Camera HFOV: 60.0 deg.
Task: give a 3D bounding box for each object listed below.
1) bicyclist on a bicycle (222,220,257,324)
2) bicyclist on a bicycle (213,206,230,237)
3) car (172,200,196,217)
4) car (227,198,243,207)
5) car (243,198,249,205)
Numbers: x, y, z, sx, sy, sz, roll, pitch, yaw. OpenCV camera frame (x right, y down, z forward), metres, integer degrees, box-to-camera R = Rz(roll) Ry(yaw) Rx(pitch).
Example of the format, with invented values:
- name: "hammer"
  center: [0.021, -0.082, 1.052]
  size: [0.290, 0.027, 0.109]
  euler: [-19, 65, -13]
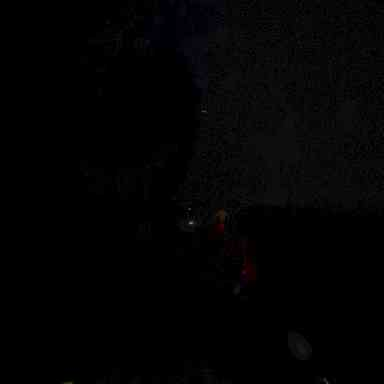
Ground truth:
- name: "bicyclist on a bicycle"
  center: [0.964, 1.454, 6.226]
  size: [0.582, 1.620, 1.656]
  euler: [0, 0, 1]
- name: "bicyclist on a bicycle"
  center: [1.423, 1.456, 15.874]
  size: [0.866, 1.612, 1.509]
  euler: [0, 3, 2]
- name: "car"
  center: [-0.721, 1.545, 32.856]
  size: [1.882, 1.535, 5.008]
  euler: [0, 0, 8]
- name: "car"
  center: [7.173, 1.819, 57.485]
  size: [1.837, 1.490, 4.892]
  euler: [0, -1, 13]
- name: "car"
  center: [11.258, 2.032, 72.968]
  size: [2.033, 1.411, 5.357]
  euler: [0, -1, 18]
